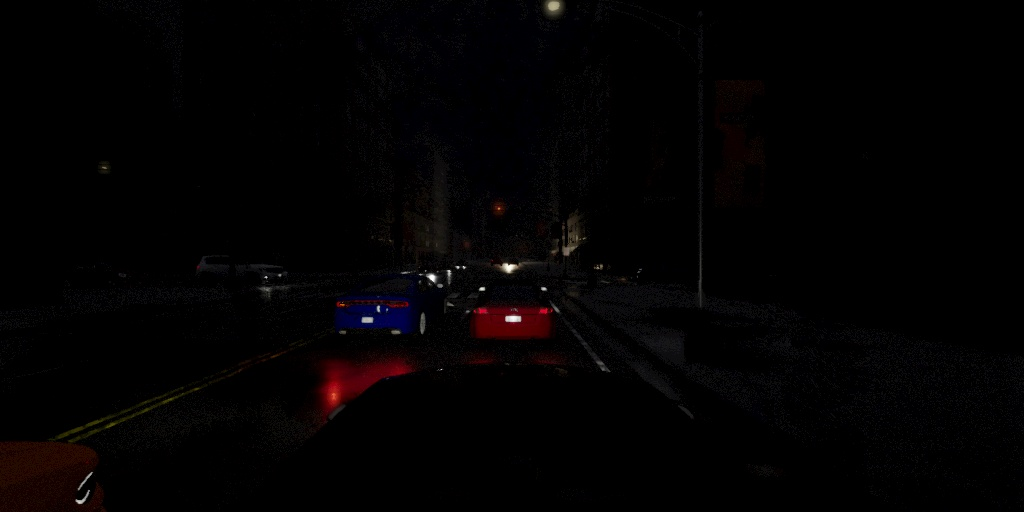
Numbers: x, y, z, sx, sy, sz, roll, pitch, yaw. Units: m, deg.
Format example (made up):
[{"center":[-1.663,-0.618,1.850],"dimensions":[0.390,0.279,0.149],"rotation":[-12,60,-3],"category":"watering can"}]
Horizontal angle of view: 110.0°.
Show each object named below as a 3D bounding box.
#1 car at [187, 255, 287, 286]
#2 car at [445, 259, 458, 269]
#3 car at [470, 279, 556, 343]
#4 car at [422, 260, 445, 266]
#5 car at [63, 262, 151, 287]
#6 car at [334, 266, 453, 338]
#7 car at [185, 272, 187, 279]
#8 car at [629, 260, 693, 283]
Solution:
[{"center":[-18.668,0.965,24.800],"dimensions":[5.566,2.045,2.150],"rotation":[0,0,5],"category":"car"},{"center":[-9.668,1.250,52.812],"dimensions":[1.837,1.490,4.892],"rotation":[0,0,0],"category":"car"},{"center":[0.031,1.314,9.674],"dimensions":[1.994,1.385,4.181],"rotation":[0,0,0],"category":"car"},{"center":[-9.708,1.350,42.554],"dimensions":[1.895,1.301,4.718],"rotation":[0,0,0],"category":"car"},{"center":[-25.346,1.172,22.531],"dimensions":[4.097,1.591,1.967],"rotation":[0,0,0],"category":"car"},{"center":[-3.120,1.228,10.202],"dimensions":[1.882,1.535,5.008],"rotation":[0,0,0],"category":"car"},{"center":[-25.276,1.330,30.556],"dimensions":[4.313,1.339,1.948],"rotation":[0,0,0],"category":"car"},{"center":[11.638,1.141,28.083],"dimensions":[4.553,1.767,2.097],"rotation":[0,0,2],"category":"car"}]
